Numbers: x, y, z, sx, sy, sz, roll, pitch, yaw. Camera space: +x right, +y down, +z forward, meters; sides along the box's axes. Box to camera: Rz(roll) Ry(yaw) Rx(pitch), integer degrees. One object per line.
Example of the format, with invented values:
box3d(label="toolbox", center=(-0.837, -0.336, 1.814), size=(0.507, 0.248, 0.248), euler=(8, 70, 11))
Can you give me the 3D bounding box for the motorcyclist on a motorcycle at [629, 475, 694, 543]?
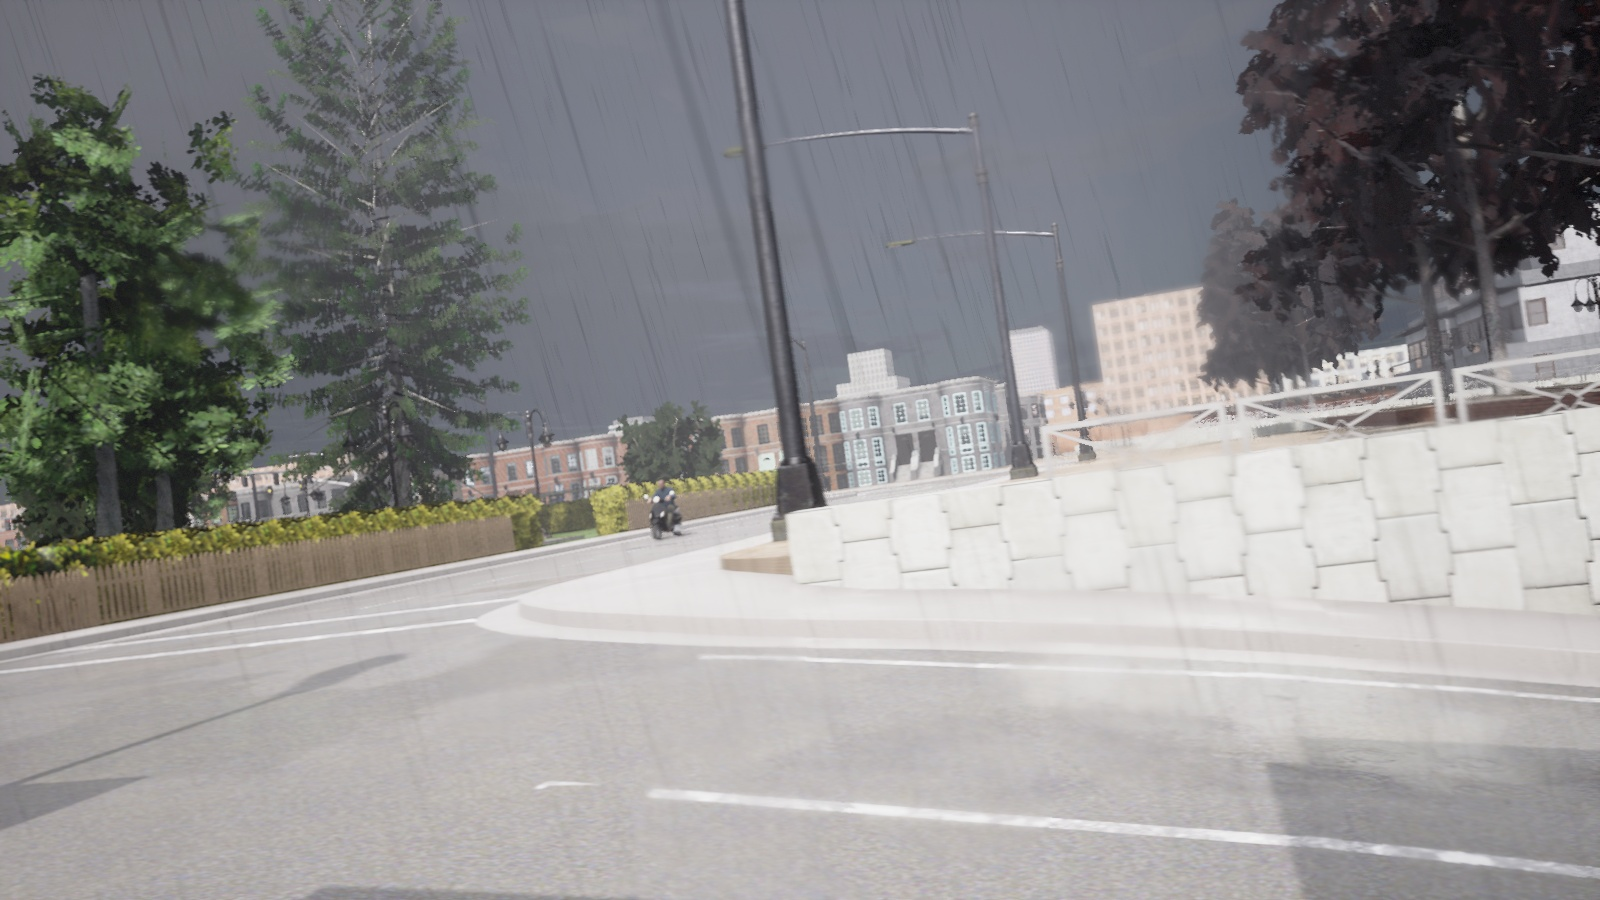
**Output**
box3d(label="motorcyclist on a motorcycle", center=(-3.650, 1.548, 33.308), size=(0.866, 1.590, 1.817), euler=(-8, -2, 18))
